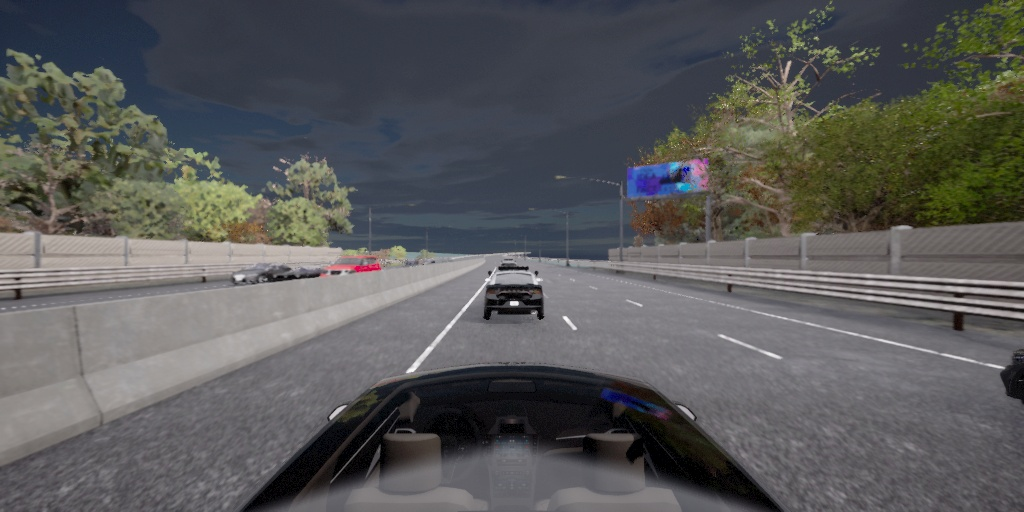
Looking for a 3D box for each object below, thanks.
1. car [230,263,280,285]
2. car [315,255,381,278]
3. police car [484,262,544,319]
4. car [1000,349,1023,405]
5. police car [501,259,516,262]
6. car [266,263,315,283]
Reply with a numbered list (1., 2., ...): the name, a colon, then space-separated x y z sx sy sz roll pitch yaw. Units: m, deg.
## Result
1. car: -17.778 1.244 25.752 2.128 1.511 4.902 0 0 -1
2. car: -10.760 0.973 24.508 2.150 2.045 5.566 0 0 -1
3. police car: 0.051 1.175 13.015 1.930 1.638 5.238 0 0 0
4. car: 7.094 1.275 2.512 1.812 1.442 4.674 0 0 0
5. police car: -0.424 1.165 43.959 1.930 1.638 5.238 0 0 -1
6. car: -14.263 1.353 24.763 1.895 1.301 4.718 0 0 -1
